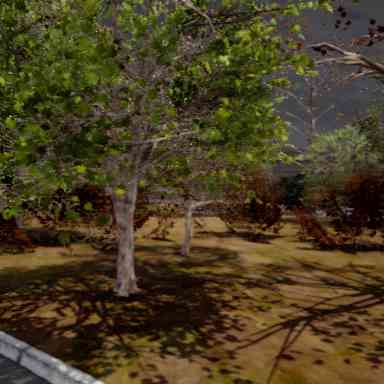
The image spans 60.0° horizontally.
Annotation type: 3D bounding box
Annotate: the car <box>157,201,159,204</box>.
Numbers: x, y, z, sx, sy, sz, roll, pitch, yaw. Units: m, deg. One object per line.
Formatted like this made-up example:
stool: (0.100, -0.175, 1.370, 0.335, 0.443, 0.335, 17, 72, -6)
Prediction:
car: (-6.511, 2.278, 55.350, 2.163, 1.488, 4.792, 0, 0, 35)

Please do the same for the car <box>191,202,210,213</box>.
car: (2.551, 2.261, 48.937, 2.097, 1.535, 5.008, 0, 0, 35)
